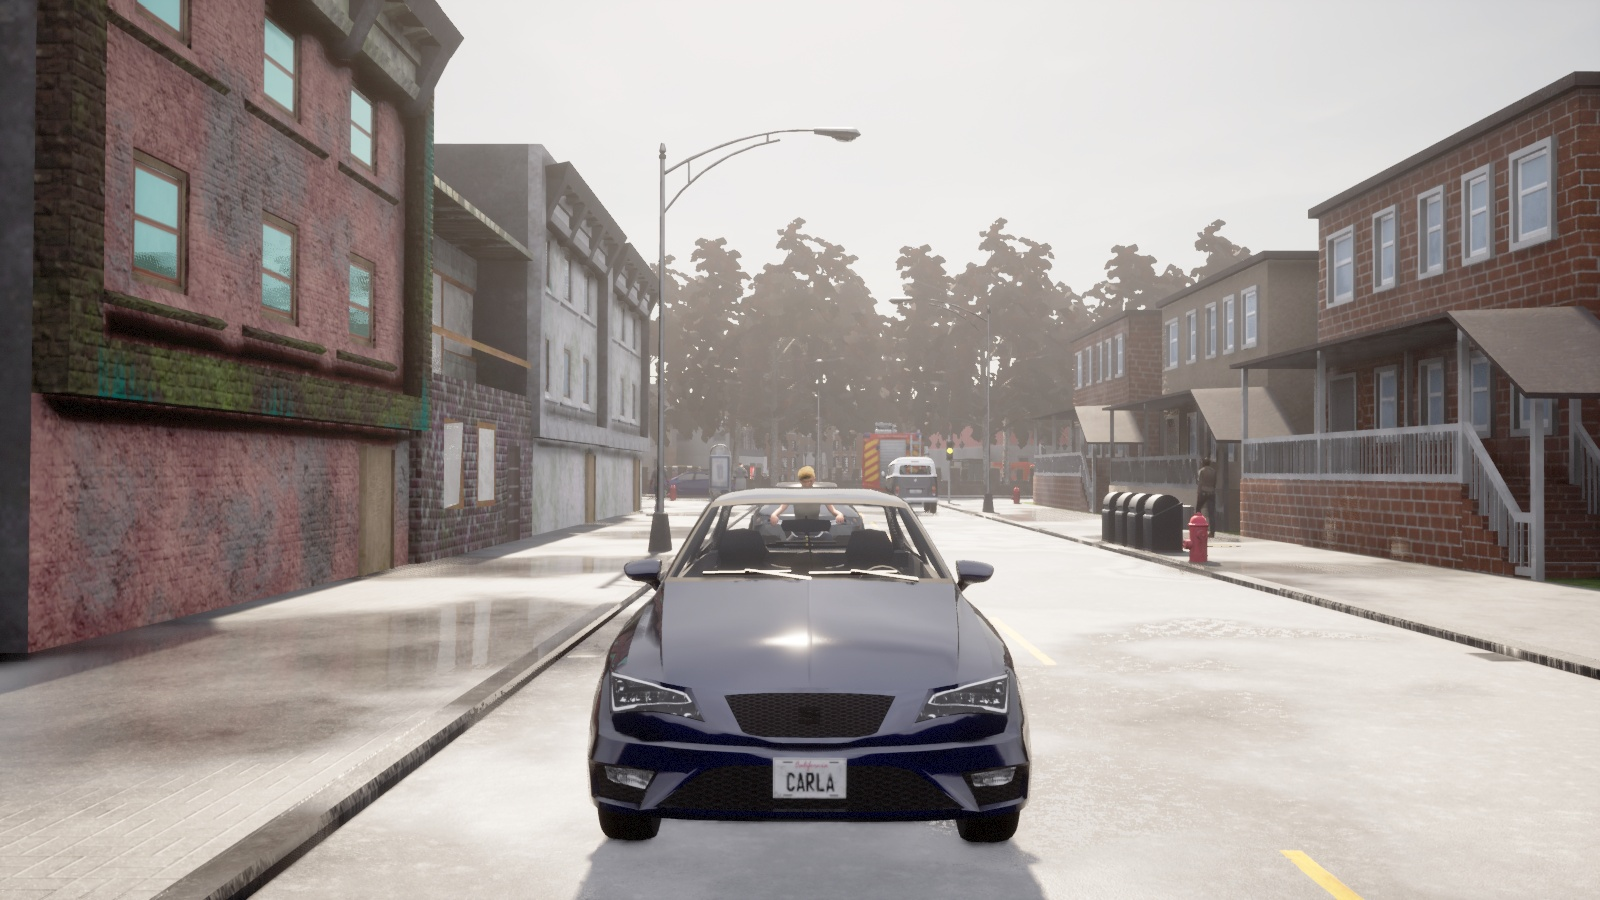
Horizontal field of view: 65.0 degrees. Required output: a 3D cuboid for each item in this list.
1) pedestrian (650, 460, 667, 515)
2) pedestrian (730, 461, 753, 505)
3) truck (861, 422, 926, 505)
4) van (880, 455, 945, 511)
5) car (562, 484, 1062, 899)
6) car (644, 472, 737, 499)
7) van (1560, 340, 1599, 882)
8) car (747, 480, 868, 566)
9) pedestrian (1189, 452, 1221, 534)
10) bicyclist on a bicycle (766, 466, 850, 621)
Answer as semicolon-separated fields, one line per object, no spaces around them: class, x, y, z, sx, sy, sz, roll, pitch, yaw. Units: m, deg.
pedestrian;-4.686;1.241;41.678;0.354;1.836;0.706;0;-1;10
pedestrian;-2.636;1.478;56.317;0.659;1.952;0.873;-1;-1;28
truck;4.748;0.676;62.403;2.891;3.827;8.468;0;-1;6
van;4.246;1.314;48.071;2.069;2.038;4.480;0;-3;0
car;0.049;0.940;6.673;1.816;1.474;4.193;0;-1;0
car;-6.213;2.013;71.400;5.008;1.535;1.882;0;-1;5
van;4.029;0.567;2.696;2.069;2.038;4.480;0;-1;0
car;0.126;1.261;22.824;1.994;1.385;4.181;0;-1;0
pedestrian;9.108;0.961;28.257;0.328;1.805;0.869;0;-1;-8
bicyclist on a bicycle;0.084;0.983;13.839;0.866;1.612;1.509;0;-1;0
